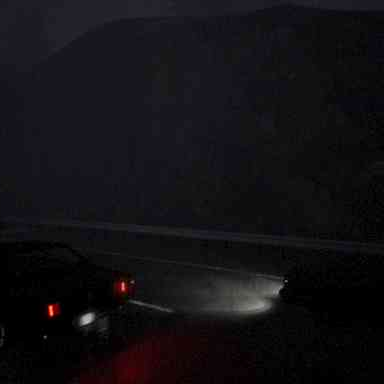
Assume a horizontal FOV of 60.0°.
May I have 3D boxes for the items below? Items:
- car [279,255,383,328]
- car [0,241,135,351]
[{"bbox_3d":[4.213,1.537,5.224,5.357,1.411,2.033,0,0,35],"label":"car"},{"bbox_3d":[-3.402,1.594,6.168,4.718,1.301,1.895,0,0,34],"label":"car"}]
